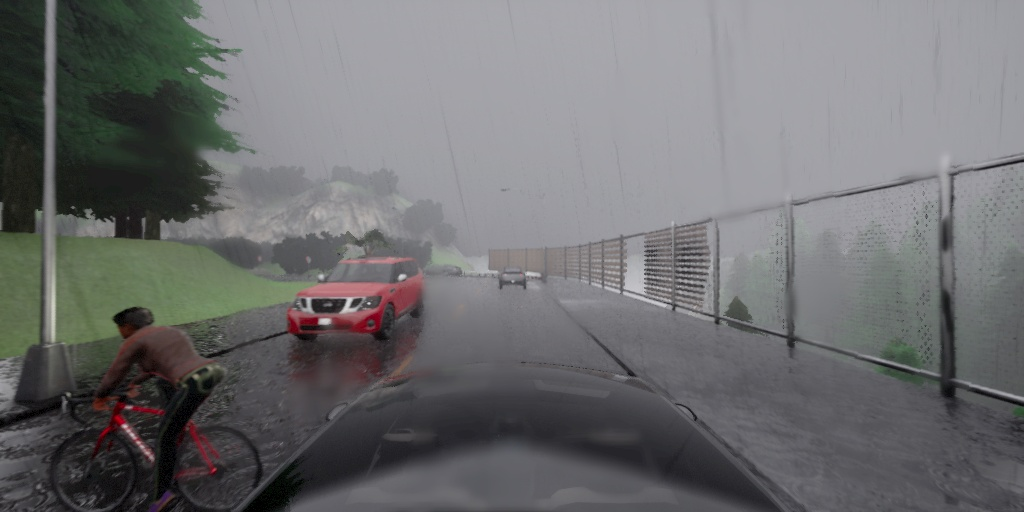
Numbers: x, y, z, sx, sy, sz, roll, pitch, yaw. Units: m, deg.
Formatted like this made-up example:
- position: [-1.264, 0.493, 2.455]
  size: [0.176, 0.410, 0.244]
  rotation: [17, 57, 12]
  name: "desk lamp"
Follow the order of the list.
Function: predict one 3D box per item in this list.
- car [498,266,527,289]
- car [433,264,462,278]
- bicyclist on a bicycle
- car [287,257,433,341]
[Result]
- position: [0.022, 1.481, 25.667]
  size: [2.128, 1.511, 4.902]
  rotation: [0, -1, -1]
  name: "car"
- position: [-7.859, 1.627, 39.695]
  size: [4.902, 1.511, 2.128]
  rotation: [0, -1, 24]
  name: "car"
- position: [-2.777, 1.214, 2.794]
  size: [1.656, 1.620, 0.582]
  rotation: [-1, -1, 0]
  name: "bicyclist on a bicycle"
- position: [-4.098, 1.054, 10.591]
  size: [2.150, 2.045, 5.566]
  rotation: [0, 0, -1]
  name: "car"
